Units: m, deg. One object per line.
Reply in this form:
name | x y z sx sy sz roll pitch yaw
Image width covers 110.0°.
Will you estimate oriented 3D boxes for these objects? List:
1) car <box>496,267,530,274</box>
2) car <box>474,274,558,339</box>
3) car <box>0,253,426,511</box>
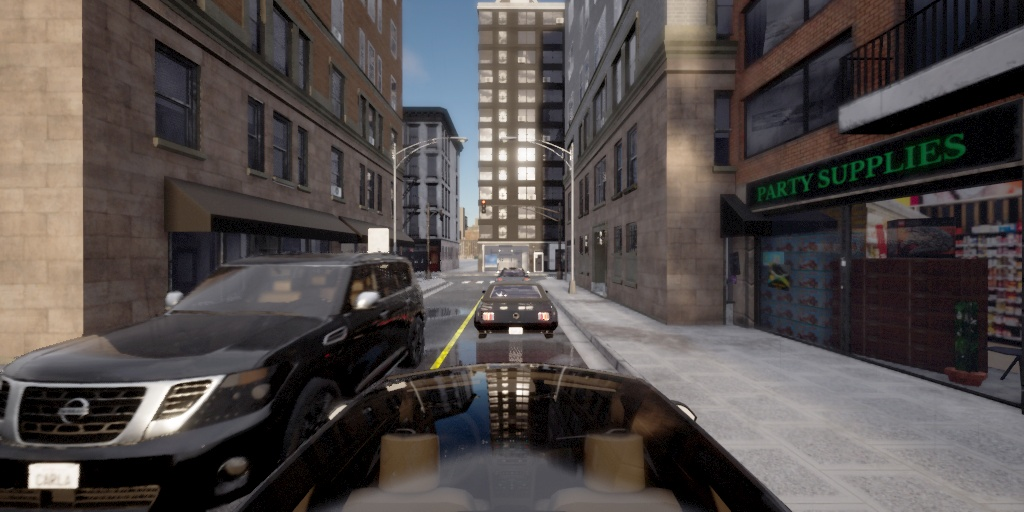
car | 0.066 1.314 20.032 1.994 1.385 4.181 0 0 0
car | 0.088 1.351 10.064 1.895 1.301 4.718 0 0 0
car | -2.752 0.972 4.915 2.150 2.045 5.566 0 0 0
